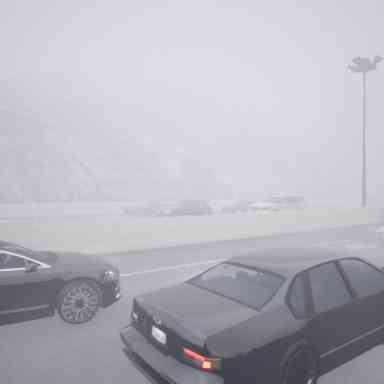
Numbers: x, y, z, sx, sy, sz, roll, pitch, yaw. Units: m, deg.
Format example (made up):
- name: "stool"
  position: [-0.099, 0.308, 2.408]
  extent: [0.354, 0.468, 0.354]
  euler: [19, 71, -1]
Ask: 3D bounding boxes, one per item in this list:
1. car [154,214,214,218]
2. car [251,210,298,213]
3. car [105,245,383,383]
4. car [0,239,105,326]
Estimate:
- name: "car"
  position: [-0.591, 1.356, 25.056]
  extent: [4.553, 1.767, 2.097]
  euler: [0, 0, -35]
- name: "car"
  position: [6.821, 1.228, 26.041]
  extent: [5.566, 2.045, 2.150]
  euler: [0, 0, -35]
- name: "car"
  position: [1.695, 1.548, 4.951]
  extent: [5.357, 1.411, 2.033]
  euler: [0, 0, -35]
- name: "car"
  position: [-3.605, 1.492, 5.474]
  extent: [4.902, 1.511, 2.128]
  euler: [0, 0, -35]
